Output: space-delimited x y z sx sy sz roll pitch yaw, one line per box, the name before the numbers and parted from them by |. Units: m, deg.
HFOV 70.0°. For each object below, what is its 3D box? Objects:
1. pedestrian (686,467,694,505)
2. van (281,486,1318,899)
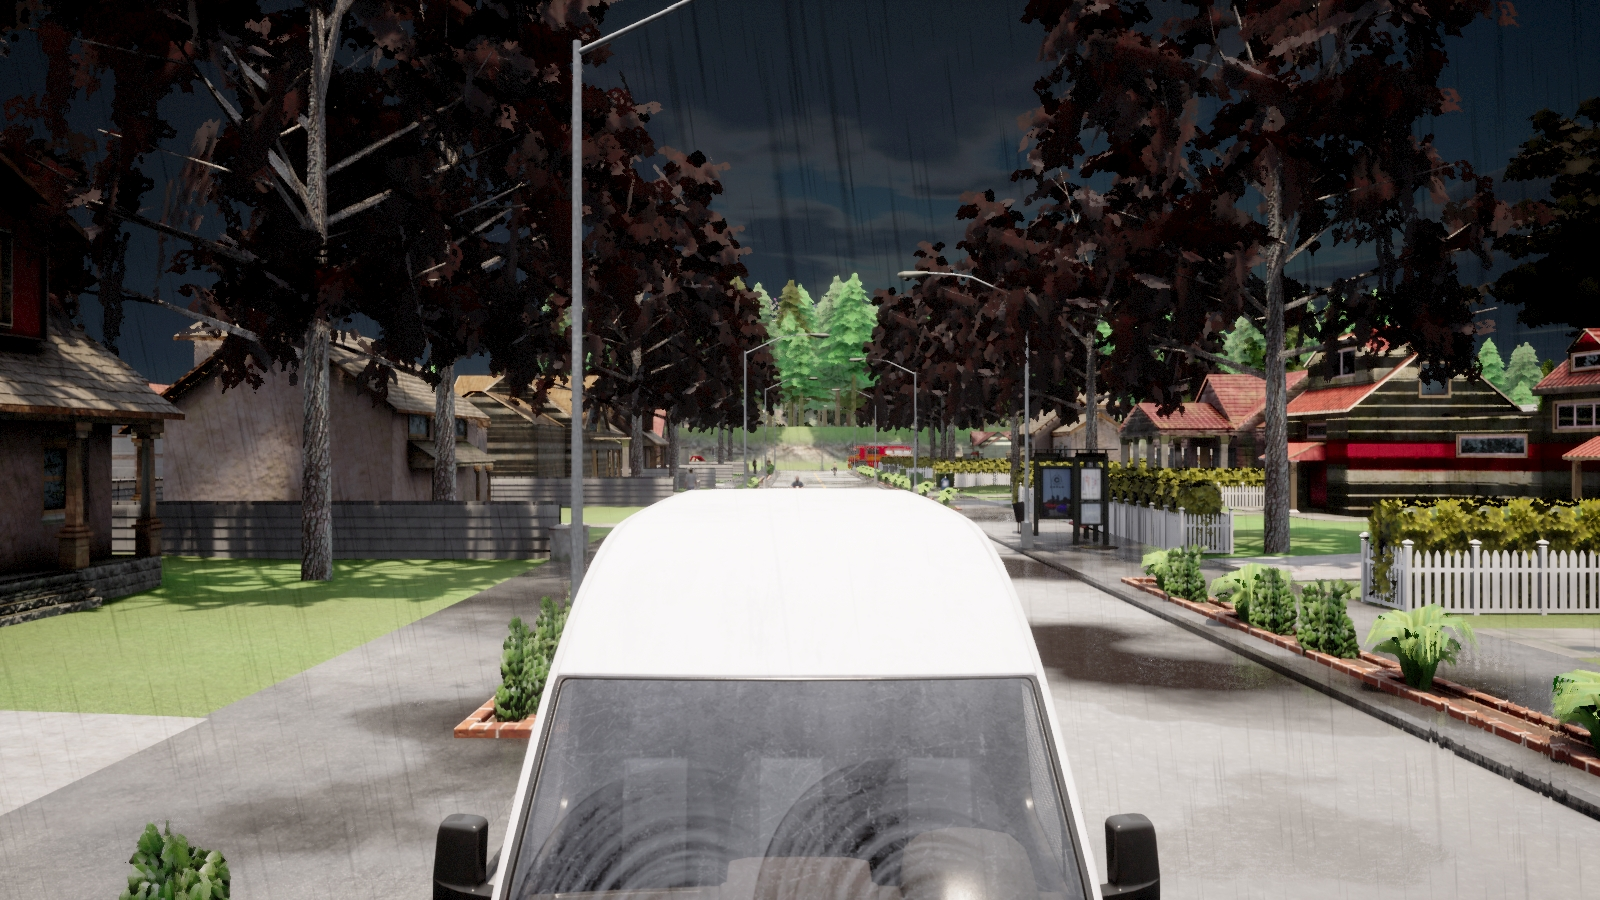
pedestrian | -5.374 1.743 55.730 0.375 1.860 0.375 0 0 -3
van | -0.006 1.534 5.149 1.988 2.561 5.915 0 0 0
